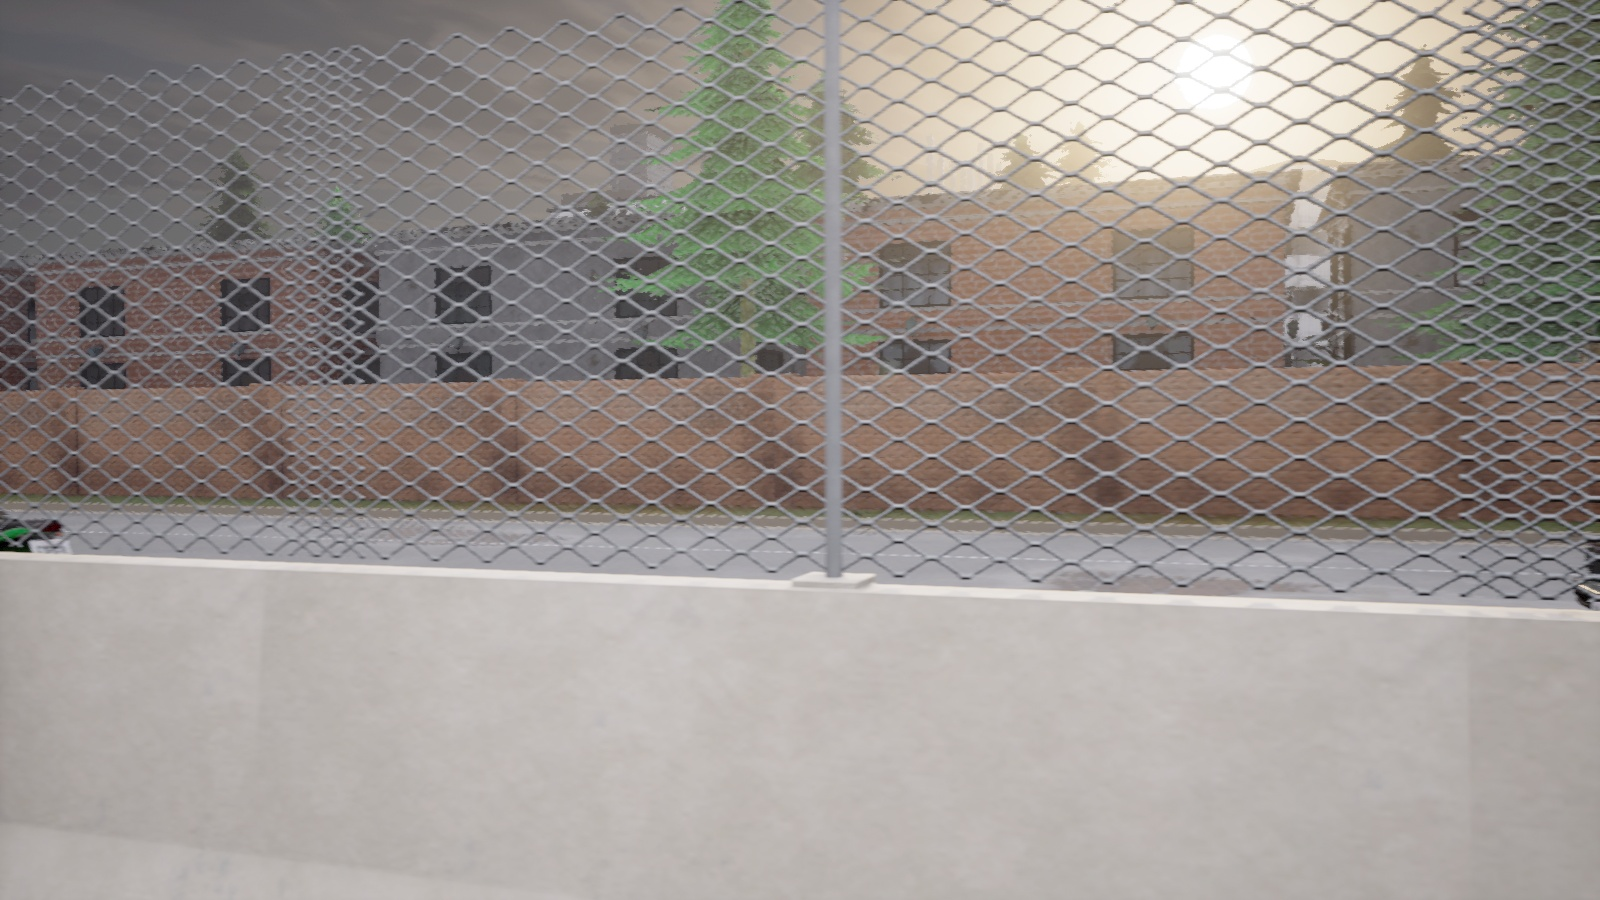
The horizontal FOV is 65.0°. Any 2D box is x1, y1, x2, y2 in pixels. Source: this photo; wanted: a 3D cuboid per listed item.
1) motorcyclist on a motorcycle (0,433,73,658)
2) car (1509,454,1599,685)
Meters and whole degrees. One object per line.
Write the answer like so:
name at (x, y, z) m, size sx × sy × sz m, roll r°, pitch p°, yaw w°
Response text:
motorcyclist on a motorcycle at (-6.352, 0.640, 9.021) m, size 2.044 × 1.523 × 0.797 m, roll 0°, pitch 1°, yaw 19°
car at (7.760, 0.775, 7.989) m, size 5.357 × 1.411 × 2.033 m, roll 1°, pitch 1°, yaw 19°
